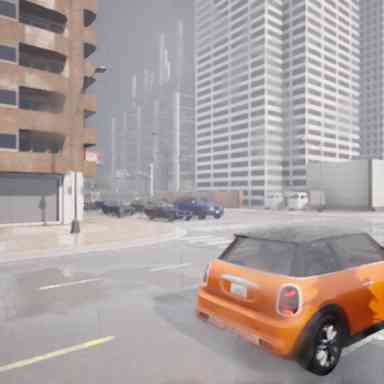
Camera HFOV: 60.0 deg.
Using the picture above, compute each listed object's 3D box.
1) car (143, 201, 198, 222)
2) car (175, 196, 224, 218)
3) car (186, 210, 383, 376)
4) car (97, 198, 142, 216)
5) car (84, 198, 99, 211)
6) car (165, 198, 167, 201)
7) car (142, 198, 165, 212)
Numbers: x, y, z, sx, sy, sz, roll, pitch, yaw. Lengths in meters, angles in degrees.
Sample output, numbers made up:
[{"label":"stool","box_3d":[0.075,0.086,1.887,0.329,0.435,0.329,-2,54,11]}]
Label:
[{"label":"car","box_3d":[-1.911,1.736,27.937,1.895,1.301,4.718,0,0,-38]},{"label":"car","box_3d":[0.486,1.366,30.555,2.150,2.045,5.566,0,0,-38]},{"label":"car","box_3d":[2.350,1.371,5.858,4.553,1.767,2.097,0,0,-37]},{"label":"car","box_3d":[-7.857,1.702,35.531,2.033,1.411,5.357,0,0,-38]},{"label":"car","box_3d":[-13.967,1.738,43.383,1.994,1.385,4.181,0,0,-37]},{"label":"car","box_3d":[-4.770,1.531,43.259,2.097,1.767,4.553,0,0,-38]},{"label":"car","box_3d":[-5.474,1.668,38.167,1.837,1.490,4.892,0,0,-38]}]
